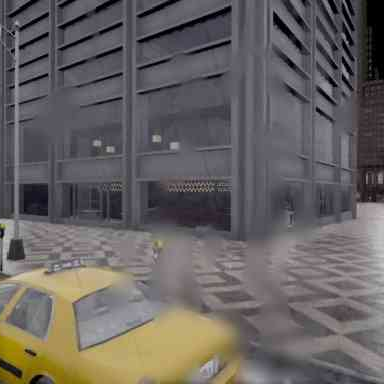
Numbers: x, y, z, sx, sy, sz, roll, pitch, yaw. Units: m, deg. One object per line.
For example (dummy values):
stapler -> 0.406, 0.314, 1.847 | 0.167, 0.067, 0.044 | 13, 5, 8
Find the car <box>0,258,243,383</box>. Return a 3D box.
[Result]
car -> -1.763, 1.525, 4.224 | 4.829, 1.417, 1.752 | 0, 0, 36
